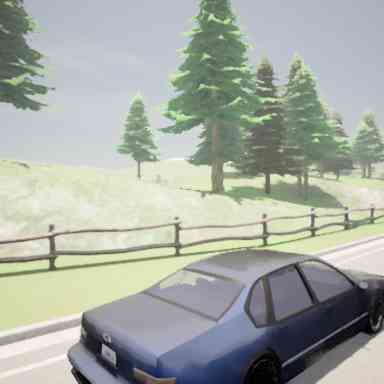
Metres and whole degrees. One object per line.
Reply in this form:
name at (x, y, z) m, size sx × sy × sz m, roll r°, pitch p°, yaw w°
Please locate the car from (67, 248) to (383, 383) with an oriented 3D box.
car at (1.094, 1.572, 4.827) m, size 5.357 × 1.411 × 2.033 m, roll 0°, pitch -1°, yaw -41°
